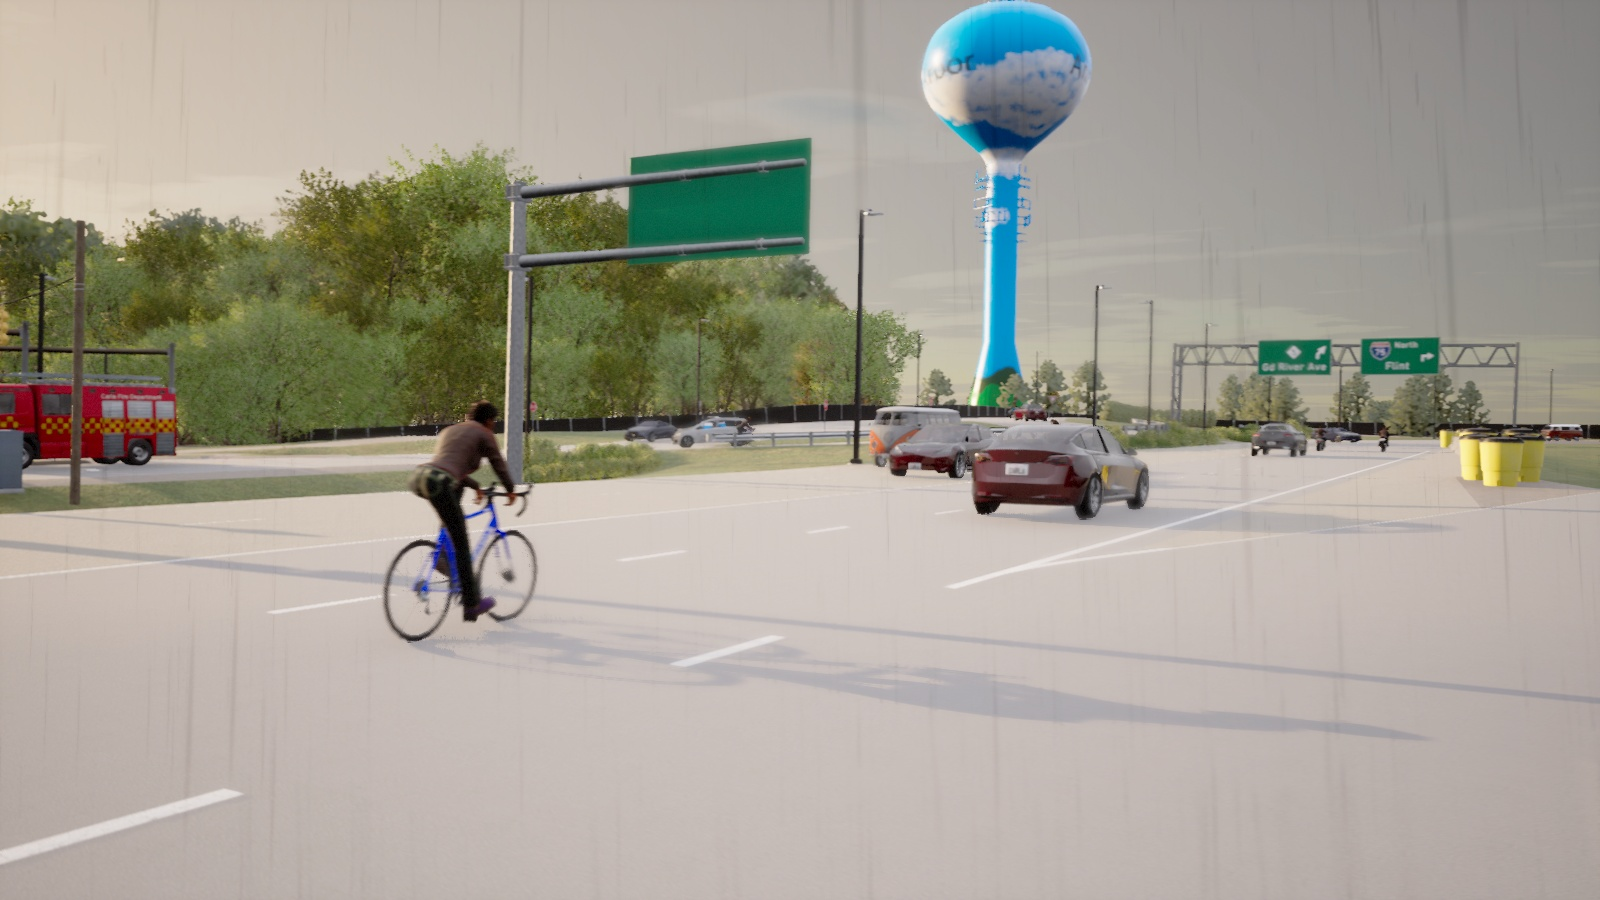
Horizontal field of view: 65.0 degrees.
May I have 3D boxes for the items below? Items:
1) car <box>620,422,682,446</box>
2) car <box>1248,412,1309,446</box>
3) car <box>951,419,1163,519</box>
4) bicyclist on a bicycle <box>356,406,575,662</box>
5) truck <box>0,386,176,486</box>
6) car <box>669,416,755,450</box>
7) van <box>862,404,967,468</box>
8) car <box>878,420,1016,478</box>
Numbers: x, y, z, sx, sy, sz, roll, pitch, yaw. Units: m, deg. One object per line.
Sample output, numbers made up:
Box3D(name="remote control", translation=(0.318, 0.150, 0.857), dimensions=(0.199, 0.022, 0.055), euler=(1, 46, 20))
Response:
Box3D(name="car", translation=(-10.030, -1.081, 84.749), dimensions=(1.994, 1.385, 4.181), euler=(0, 4, 30))
Box3D(name="car", translation=(24.185, -1.098, 63.397), dimensions=(2.152, 1.651, 5.027), euler=(0, 2, 29))
Box3D(name="car", translation=(4.504, 0.224, 21.345), dimensions=(2.163, 1.488, 4.792), euler=(0, 2, 29))
Box3D(name="bicyclist on a bicycle", translation=(-2.292, 0.513, 8.815), dimensions=(0.582, 1.620, 1.656), euler=(1, 1, 24))
Box3D(name="truck", translation=(-30.495, -0.645, 51.656), dimensions=(2.891, 3.827, 8.468), euler=(0, 2, 29))
Box3D(name="car", translation=(-5.048, -0.955, 71.751), dimensions=(4.611, 1.667, 2.242), euler=(-3, 0, -10))
Box3D(name="van", translation=(3.845, -0.486, 41.561), dimensions=(1.775, 1.987, 4.442), euler=(0, 2, 29))
Box3D(name="car", translation=(4.190, -0.090, 35.047), dimensions=(2.163, 1.488, 4.792), euler=(0, 2, 29))
